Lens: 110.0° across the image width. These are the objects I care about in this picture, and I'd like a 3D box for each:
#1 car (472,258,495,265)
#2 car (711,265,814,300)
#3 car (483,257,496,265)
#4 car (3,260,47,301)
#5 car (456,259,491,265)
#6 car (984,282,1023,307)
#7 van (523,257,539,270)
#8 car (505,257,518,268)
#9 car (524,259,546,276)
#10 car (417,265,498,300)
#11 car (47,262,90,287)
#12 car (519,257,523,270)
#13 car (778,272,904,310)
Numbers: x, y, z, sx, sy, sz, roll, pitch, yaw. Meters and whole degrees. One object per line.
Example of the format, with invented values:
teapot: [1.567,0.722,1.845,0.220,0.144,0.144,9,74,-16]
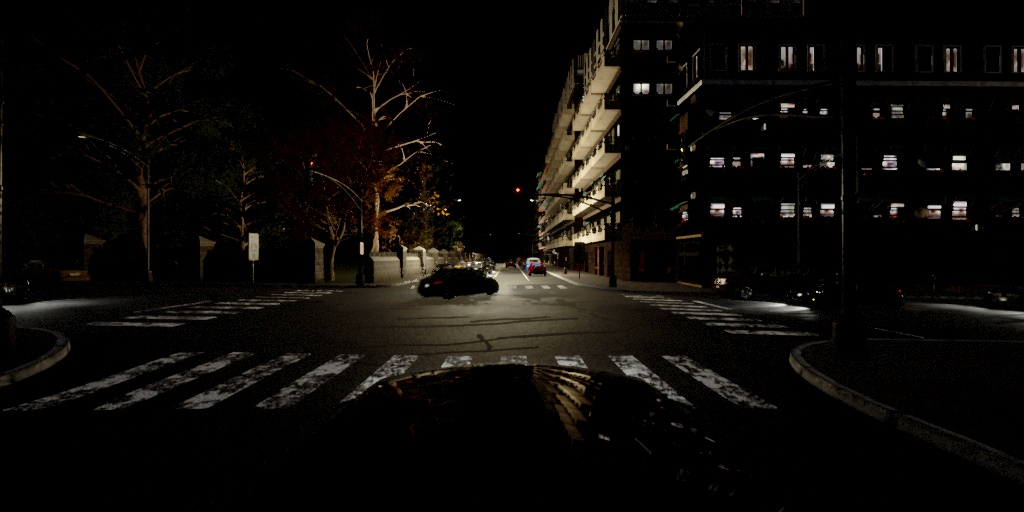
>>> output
car: [-3.286,1.279,41.337,1.837,1.490,4.892,0,0,0]
car: [13.369,1.353,18.961,5.009,1.841,2.192,0,0,-1]
car: [-3.330,1.278,51.749,2.128,1.511,4.902,0,0,0]
car: [-20.230,0.918,12.690,4.892,1.490,1.837,1,0,-1]
car: [-3.234,1.255,31.038,2.128,1.511,4.902,0,0,0]
car: [24.948,1.764,16.545,4.674,1.442,1.812,1,0,-1]
van: [2.495,1.116,42.510,1.690,1.789,3.998,0,0,0]
car: [-0.188,1.349,61.021,2.033,1.411,5.357,0,0,-1]
car: [2.522,1.314,36.880,1.888,1.381,4.507,0,0,0]
car: [-2.601,1.321,17.880,1.994,1.385,4.181,0,0,41]
car: [-24.822,0.883,18.410,4.829,1.417,1.751,0,0,-1]
car: [2.439,1.229,53.770,1.967,1.591,4.097,0,0,0]
car: [15.112,1.623,16.398,4.181,1.385,1.994,1,0,-1]
